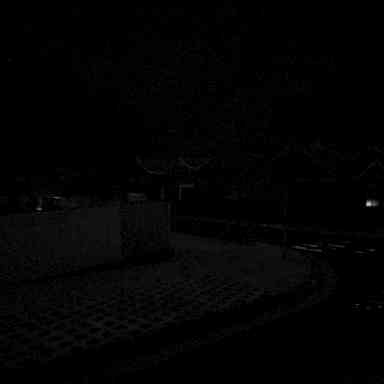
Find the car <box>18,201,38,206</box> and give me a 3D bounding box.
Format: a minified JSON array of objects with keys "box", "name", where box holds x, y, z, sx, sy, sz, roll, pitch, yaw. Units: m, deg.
[{"box":[-22.370,1.465,44.784,1.895,1.301,4.718,4,-2,-44],"name":"car"}]
